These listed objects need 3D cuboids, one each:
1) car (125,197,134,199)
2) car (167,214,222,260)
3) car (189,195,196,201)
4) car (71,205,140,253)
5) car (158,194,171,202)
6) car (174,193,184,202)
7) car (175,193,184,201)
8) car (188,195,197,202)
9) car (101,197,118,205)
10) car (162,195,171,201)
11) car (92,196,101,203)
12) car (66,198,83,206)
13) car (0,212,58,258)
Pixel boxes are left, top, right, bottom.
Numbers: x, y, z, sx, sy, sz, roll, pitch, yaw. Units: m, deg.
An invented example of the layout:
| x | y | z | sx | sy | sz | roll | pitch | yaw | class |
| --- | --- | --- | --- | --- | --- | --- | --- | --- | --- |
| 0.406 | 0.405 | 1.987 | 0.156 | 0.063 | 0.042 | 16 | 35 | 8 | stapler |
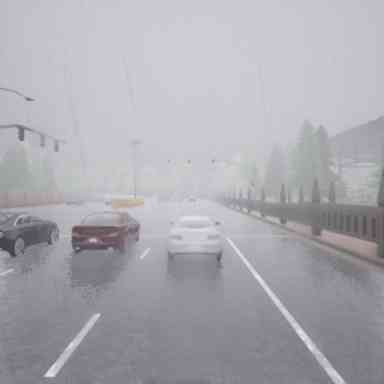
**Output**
| x | y | z | sx | sy | sz | roll | pitch | yaw | class |
| --- | --- | --- | --- | --- | --- | --- | --- | --- | --- |
| -13.903 | 1.768 | 74.253 | 1.994 | 1.385 | 4.181 | 0 | 0 | 0 | car |
| 0.095 | 1.562 | 12.545 | 1.812 | 1.442 | 4.674 | 0 | 0 | 0 | car |
| 0.120 | 1.575 | 90.630 | 1.882 | 1.535 | 5.008 | 0 | 0 | 0 | car |
| -3.399 | 1.518 | 13.928 | 1.882 | 1.535 | 5.008 | 0 | 0 | 0 | car |
| -6.894 | 1.450 | 80.250 | 2.150 | 2.045 | 5.566 | 0 | 0 | 0 | car |
| -3.395 | 1.703 | 80.215 | 1.882 | 1.535 | 5.008 | 0 | 0 | 0 | car |
| -3.380 | 1.322 | 90.666 | 2.150 | 2.045 | 5.566 | 0 | 0 | 0 | car |
| 0.106 | 1.752 | 80.626 | 1.812 | 1.442 | 4.674 | 0 | 0 | 0 | car |
| -13.959 | 1.718 | 58.977 | 2.033 | 1.411 | 5.357 | 0 | 0 | 1 | car |
| -6.880 | 1.649 | 90.640 | 1.994 | 1.385 | 4.181 | 0 | 0 | 0 | car |
| -20.902 | 1.740 | 74.426 | 2.128 | 1.511 | 4.902 | 0 | 0 | 0 | car |
| -20.958 | 1.734 | 59.415 | 1.994 | 1.385 | 4.181 | 0 | 0 | 1 | car |
| -6.902 | 1.529 | 12.994 | 2.128 | 1.511 | 4.902 | 0 | 0 | 0 | car |
